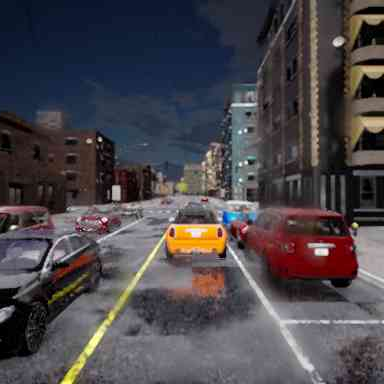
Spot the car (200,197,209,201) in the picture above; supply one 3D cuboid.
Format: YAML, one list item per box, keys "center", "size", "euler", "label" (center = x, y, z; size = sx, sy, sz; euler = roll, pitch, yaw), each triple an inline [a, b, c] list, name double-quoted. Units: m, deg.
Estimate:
- center: [3.027, 1.845, 80.429]
  size: [1.967, 1.590, 4.097]
  euler: [1, 0, 0]
  label: "car"

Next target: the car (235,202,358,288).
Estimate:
- center: [2.742, 1.364, 9.410]
  size: [2.192, 1.841, 5.009]
  euler: [1, 0, 0]
  label: "car"

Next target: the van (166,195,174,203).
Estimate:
- center: [-5.351, 1.746, 80.403]
  size: [1.690, 1.788, 3.998]
  euler: [1, 0, 0]
  label: "van"

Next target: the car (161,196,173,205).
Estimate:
- center: [-5.478, 1.893, 69.033]
  size: [1.887, 1.381, 4.507]
  euler: [1, 0, 0]
  label: "car"

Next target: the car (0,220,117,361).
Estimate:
- center: [-3.079, 1.523, 6.163]
  size: [2.128, 1.511, 4.902]
  euler: [0, 0, 0]
  label: "car"

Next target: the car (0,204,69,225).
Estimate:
- center: [-5.638, 1.364, 9.451]
  size: [2.192, 1.841, 5.009]
  euler: [1, 0, 0]
  label: "car"

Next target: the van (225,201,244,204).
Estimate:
- center: [2.785, 1.445, 20.224]
  size: [1.690, 1.788, 3.998]
  euler: [1, 0, 0]
  label: "van"

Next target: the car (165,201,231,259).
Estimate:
- center: [0.146, 1.419, 13.047]
  size: [2.097, 1.767, 4.553]
  euler: [0, 0, 0]
  label: "car"

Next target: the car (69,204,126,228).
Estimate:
- center: [-5.596, 1.544, 20.265]
  size: [1.967, 1.590, 4.097]
  euler: [1, 0, 0]
  label: "car"

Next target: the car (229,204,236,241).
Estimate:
- center: [2.761, 1.516, 14.816]
  size: [1.967, 1.590, 4.097]
  euler: [1, 0, 0]
  label: "car"

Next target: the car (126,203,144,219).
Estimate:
- center: [-5.555, 1.709, 31.078]
  size: [2.008, 1.369, 4.403]
  euler: [1, 0, 0]
  label: "car"
